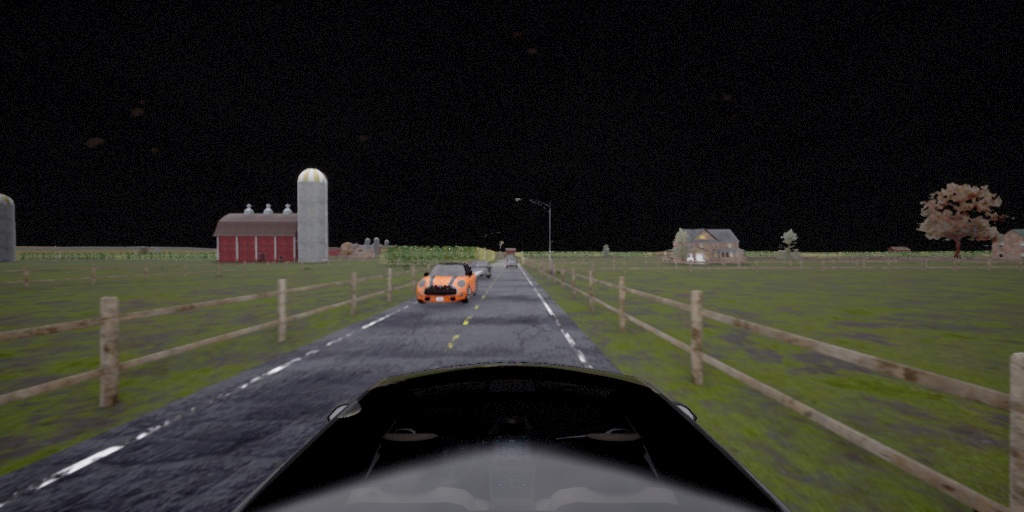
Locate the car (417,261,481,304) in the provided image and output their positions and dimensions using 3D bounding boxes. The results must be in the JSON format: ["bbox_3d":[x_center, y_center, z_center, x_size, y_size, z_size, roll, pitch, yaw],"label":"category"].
[{"bbox_3d":[-2.790,1.093,16.256,2.097,1.767,4.553,0,0,1],"label":"car"}]

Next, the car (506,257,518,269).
[{"bbox_3d":[0.005,1.242,55.659,2.033,1.411,5.357,0,0,0],"label":"car"}]

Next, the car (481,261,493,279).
[{"bbox_3d":[-2.752,1.220,32.040,2.128,1.511,4.902,0,0,0],"label":"car"}]
